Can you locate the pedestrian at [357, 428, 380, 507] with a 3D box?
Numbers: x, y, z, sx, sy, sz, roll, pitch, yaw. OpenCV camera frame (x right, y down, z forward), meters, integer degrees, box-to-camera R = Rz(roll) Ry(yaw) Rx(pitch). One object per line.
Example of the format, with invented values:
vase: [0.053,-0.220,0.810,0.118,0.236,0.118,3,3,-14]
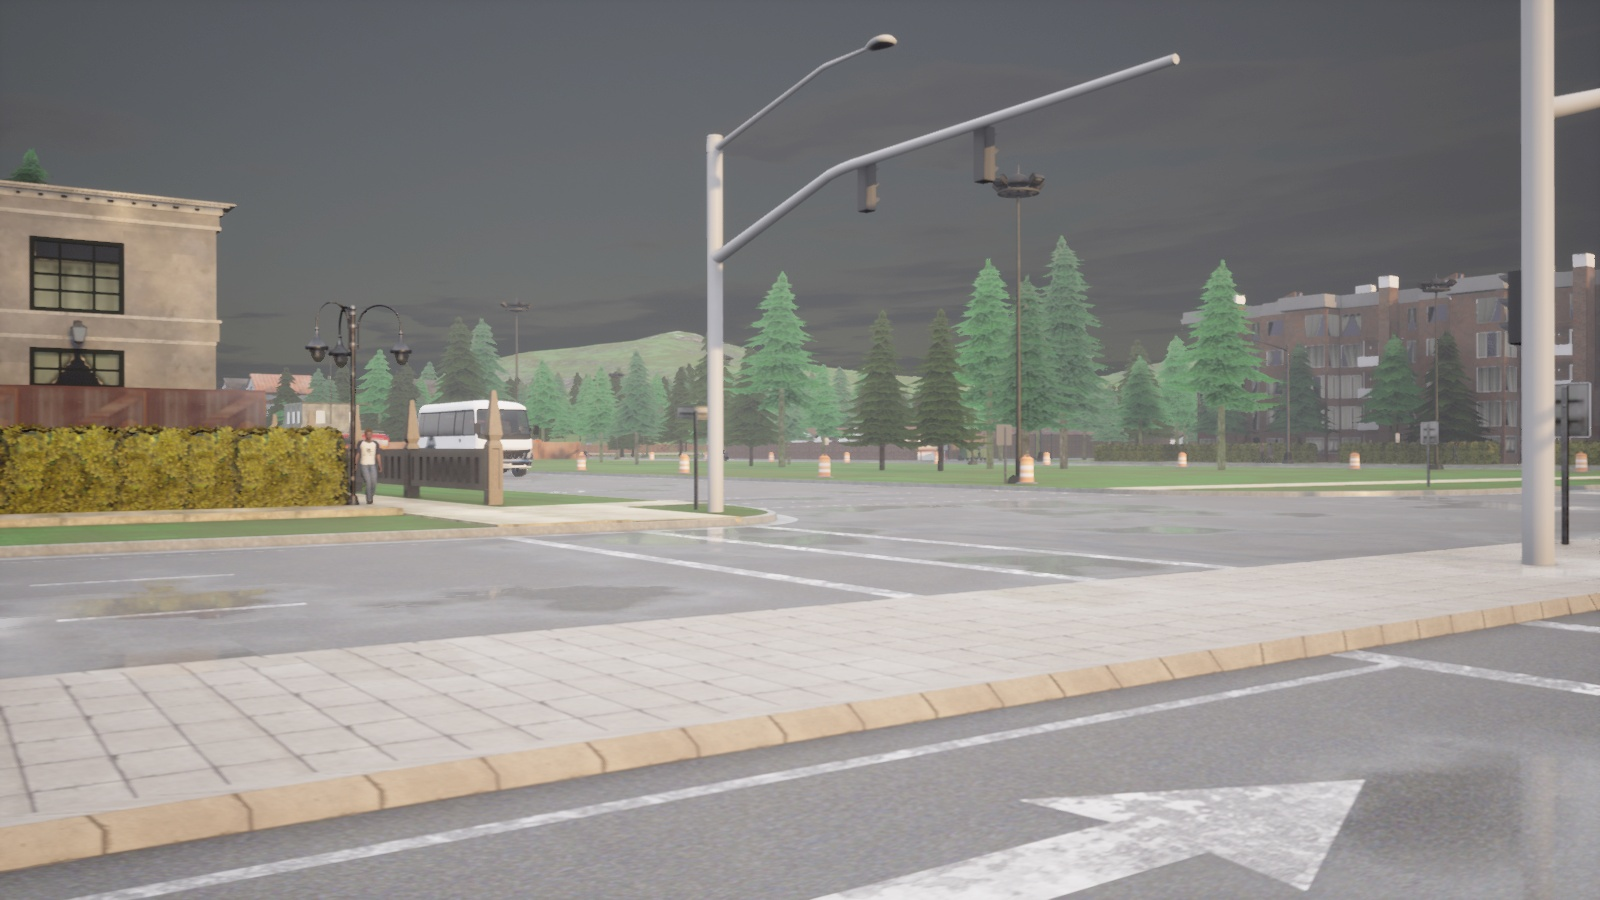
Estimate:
pedestrian: [-10.074,0.403,29.325,0.354,1.836,0.706,0,0,-32]

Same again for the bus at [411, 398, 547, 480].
bus: [-18.205,-0.552,70.614,3.944,4.253,10.273,0,0,-35]
